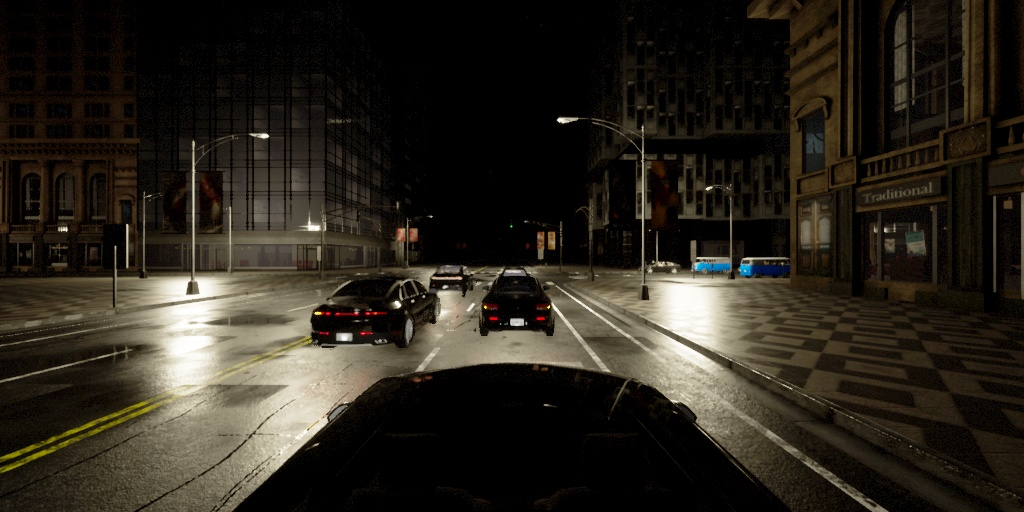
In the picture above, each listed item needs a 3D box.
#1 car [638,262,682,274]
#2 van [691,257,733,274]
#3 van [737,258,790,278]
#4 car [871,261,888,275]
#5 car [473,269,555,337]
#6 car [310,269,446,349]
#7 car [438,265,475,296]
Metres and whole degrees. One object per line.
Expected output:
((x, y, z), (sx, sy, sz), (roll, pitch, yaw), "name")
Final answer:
((15.970, 1.263, 38.797), (4.403, 1.370, 2.007), (0, 0, 0), "car")
((21.588, 1.042, 38.758), (3.998, 1.789, 1.690), (0, 0, 0), "van")
((21.532, 1.032, 30.233), (3.998, 1.789, 1.690), (0, 0, 0), "van")
((32.769, 1.252, 30.157), (4.207, 1.307, 1.802), (0, 0, 0), "car")
((0.120, 1.276, 10.141), (1.812, 1.442, 4.674), (0, 0, 0), "car")
((-3.134, 1.256, 9.139), (1.837, 1.490, 4.892), (0, 0, 0), "car")
((-3.108, 1.242, 19.222), (2.128, 1.511, 4.902), (0, 0, 0), "car")
